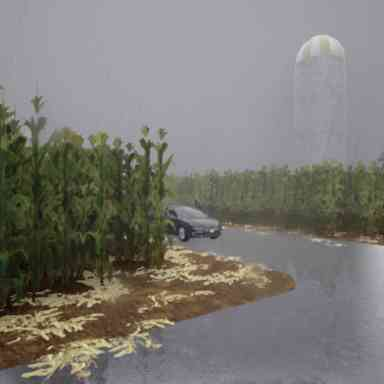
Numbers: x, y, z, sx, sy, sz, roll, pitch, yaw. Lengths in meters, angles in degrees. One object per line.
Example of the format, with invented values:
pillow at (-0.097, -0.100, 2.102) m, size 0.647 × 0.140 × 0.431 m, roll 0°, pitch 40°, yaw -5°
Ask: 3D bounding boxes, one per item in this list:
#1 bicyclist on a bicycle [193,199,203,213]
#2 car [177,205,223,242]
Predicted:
bicyclist on a bicycle at (0.401, 1.403, 26.171) m, size 1.656 × 1.620 × 0.582 m, roll 1°, pitch 0°, yaw -35°
car at (-0.499, 1.419, 16.110) m, size 1.837 × 1.490 × 4.892 m, roll 1°, pitch 0°, yaw -34°
